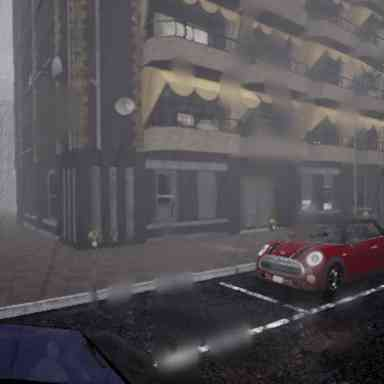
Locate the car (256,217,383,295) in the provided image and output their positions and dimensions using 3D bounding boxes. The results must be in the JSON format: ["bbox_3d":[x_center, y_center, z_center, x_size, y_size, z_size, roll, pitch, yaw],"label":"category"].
[{"bbox_3d":[3.558,1.436,8.646,4.097,1.590,1.967,0,-1,-35],"label":"car"}]

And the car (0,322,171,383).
[{"bbox_3d":[-2.015,1.565,1.634,4.181,1.385,1.994,0,0,-36],"label":"car"}]
